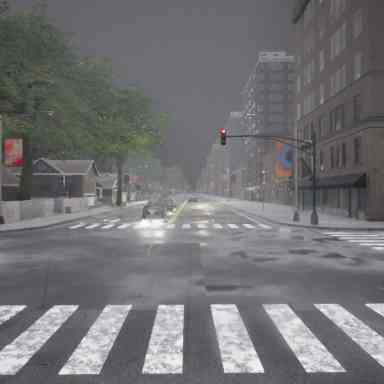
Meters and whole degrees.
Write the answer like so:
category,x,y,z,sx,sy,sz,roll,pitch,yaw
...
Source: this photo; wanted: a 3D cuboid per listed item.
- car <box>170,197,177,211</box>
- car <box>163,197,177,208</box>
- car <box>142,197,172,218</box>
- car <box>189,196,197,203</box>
category,x,y,z,sx,sy,sz,roll,pitch,yaw
car,-3.278,1.372,39.828,2.097,1.767,4.553,0,0,0
car,-3.256,1.554,49.785,1.812,1.442,4.674,0,0,0
car,-3.297,1.504,30.093,2.128,1.511,4.902,0,0,0
car,0.209,1.546,70.222,2.128,1.511,4.902,0,0,0
